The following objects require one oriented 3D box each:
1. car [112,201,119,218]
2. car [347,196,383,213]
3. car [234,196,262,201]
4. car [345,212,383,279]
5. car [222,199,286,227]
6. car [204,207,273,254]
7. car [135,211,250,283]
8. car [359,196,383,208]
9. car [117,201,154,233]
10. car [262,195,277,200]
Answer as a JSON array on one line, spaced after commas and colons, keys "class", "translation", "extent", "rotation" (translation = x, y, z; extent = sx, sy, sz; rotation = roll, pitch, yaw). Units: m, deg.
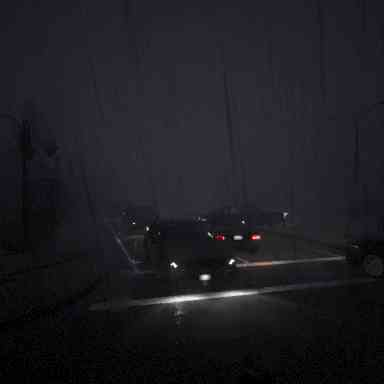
[{"class": "car", "translation": [-6.269, 1.515, 30.101], "extent": [2.033, 1.411, 5.357], "rotation": [0, 0, -17]}, {"class": "car", "translation": [15.588, 1.356, 29.211], "extent": [1.970, 1.475, 3.806], "rotation": [0, 0, -17]}, {"class": "car", "translation": [7.347, 1.287, 46.166], "extent": [2.007, 1.523, 4.514], "rotation": [0, 0, -17]}, {"class": "car", "translation": [6.532, 1.475, 8.247], "extent": [5.008, 1.535, 1.882], "rotation": [0, 0, 39]}, {"class": "car", "translation": [2.845, 1.466, 19.899], "extent": [5.357, 1.411, 2.033], "rotation": [-3, 1, -15]}, {"class": "car", "translation": [1.349, 1.538, 13.396], "extent": [2.033, 1.411, 5.357], "rotation": [0, 0, -4]}, {"class": "car", "translation": [-0.370, 1.543, 10.116], "extent": [2.033, 1.411, 5.357], "rotation": [0, 0, -15]}, {"class": "car", "translation": [23.893, 1.273, 43.200], "extent": [1.845, 1.501, 3.633], "rotation": [0, 0, -17]}, {"class": "car", "translation": [-3.106, 1.529, 19.950], "extent": [2.033, 1.411, 5.357], "rotation": [0, 0, -17]}, {"class": "car", "translation": [10.335, 1.277, 47.123], "extent": [2.152, 1.636, 5.027], "rotation": [0, 0, -17]}]
